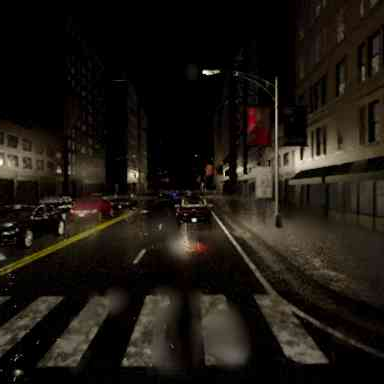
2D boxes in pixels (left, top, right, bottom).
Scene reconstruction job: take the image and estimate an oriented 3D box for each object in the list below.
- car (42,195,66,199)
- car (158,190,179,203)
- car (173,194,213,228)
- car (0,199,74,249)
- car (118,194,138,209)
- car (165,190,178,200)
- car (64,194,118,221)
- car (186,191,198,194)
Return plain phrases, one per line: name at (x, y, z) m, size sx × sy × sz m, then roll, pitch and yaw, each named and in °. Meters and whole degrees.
car at (-9.791, 1.016, 23.681) m, size 2.128 × 1.511 × 4.902 m, roll 0°, pitch 1°, yaw 1°
car at (-3.234, 0.637, 42.966) m, size 2.128 × 1.511 × 4.902 m, roll 0°, pitch 1°, yaw 0°
car at (0.105, 1.089, 18.683) m, size 1.837 × 1.490 × 4.892 m, roll 0°, pitch 1°, yaw 0°
car at (-6.588, 1.215, 13.099) m, size 1.837 × 1.490 × 4.892 m, roll 0°, pitch 1°, yaw 0°
car at (-6.489, 0.897, 32.584) m, size 2.033 × 1.411 × 5.357 m, roll 0°, pitch 1°, yaw 0°
car at (-3.228, 0.419, 53.491) m, size 1.882 × 1.535 × 5.008 m, roll 0°, pitch 1°, yaw 0°
car at (-6.555, 1.069, 22.122) m, size 1.812 × 1.442 × 4.674 m, roll 0°, pitch 1°, yaw 1°
car at (0.019, 0.608, 43.974) m, size 2.128 × 1.511 × 4.902 m, roll 0°, pitch 1°, yaw 0°
